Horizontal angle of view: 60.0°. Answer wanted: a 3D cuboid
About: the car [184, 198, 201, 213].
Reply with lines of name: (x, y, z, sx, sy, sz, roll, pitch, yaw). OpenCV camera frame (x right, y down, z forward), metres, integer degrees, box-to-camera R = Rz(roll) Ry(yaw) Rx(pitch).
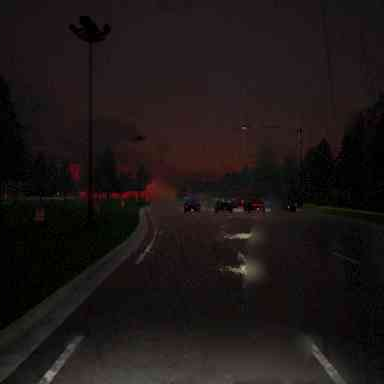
car: (0.031, 1.661, 38.344, 1.895, 1.301, 4.718, 0, 0, 0)

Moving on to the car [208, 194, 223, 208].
car: (3.539, 1.297, 48.342, 2.150, 2.045, 5.566, 0, 0, 0)

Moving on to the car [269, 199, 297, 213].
car: (10.531, 1.624, 38.306, 1.994, 1.385, 4.181, 0, 0, 0)

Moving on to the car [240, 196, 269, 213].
car: (7.030, 1.564, 37.892, 1.837, 1.490, 4.892, 0, 0, 0)

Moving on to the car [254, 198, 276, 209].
car: (10.539, 1.623, 48.306, 2.033, 1.411, 5.357, 0, 0, 0)

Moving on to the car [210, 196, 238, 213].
car: (3.530, 1.551, 37.895, 2.128, 1.511, 4.902, 0, 0, 0)

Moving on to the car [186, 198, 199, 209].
car: (0.039, 1.601, 48.356, 1.812, 1.442, 4.674, 0, 0, 0)

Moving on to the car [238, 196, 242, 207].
car: (7.039, 1.428, 48.279, 2.097, 1.767, 4.553, 0, 0, 0)
